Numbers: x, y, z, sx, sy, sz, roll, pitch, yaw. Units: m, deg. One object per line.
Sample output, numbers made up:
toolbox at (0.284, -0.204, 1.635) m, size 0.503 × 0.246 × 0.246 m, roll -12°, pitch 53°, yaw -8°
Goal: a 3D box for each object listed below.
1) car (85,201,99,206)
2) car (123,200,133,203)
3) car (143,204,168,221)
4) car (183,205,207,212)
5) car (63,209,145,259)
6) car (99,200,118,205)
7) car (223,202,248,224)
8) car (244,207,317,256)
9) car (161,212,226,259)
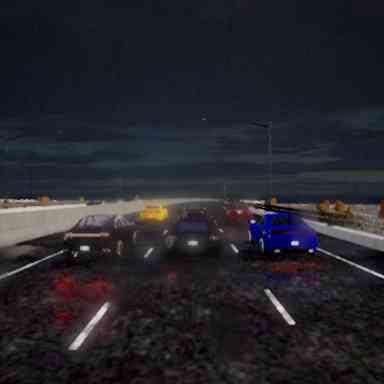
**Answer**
car at (-19.729, 2.414, 66.649) m, size 1.895 × 1.301 × 4.718 m, roll 0°, pitch -1°, yaw 2°
car at (-12.738, 2.340, 66.401) m, size 1.812 × 1.442 × 4.674 m, roll 0°, pitch -1°, yaw 2°
car at (-3.228, 1.800, 28.895) m, size 1.882 × 1.535 × 5.008 m, roll 0°, pitch 0°, yaw 2°
car at (0.250, 1.805, 28.099) m, size 2.128 × 1.511 × 4.902 m, roll 0°, pitch -1°, yaw 1°
car at (-3.429, 1.632, 13.191) m, size 2.128 × 1.511 × 4.902 m, roll 0°, pitch 0°, yaw 1°
car at (-16.231, 2.358, 66.535) m, size 2.033 × 1.411 × 5.357 m, roll 0°, pitch -1°, yaw 2°
car at (3.749, 1.662, 27.968) m, size 2.097 × 1.767 × 4.553 m, roll 0°, pitch -1°, yaw 1°
car at (3.586, 1.624, 13.892) m, size 1.882 × 1.535 × 5.008 m, roll 0°, pitch 0°, yaw 1°
car at (0.072, 1.704, 13.167) m, size 1.994 × 1.385 × 4.181 m, roll 0°, pitch -1°, yaw 1°
